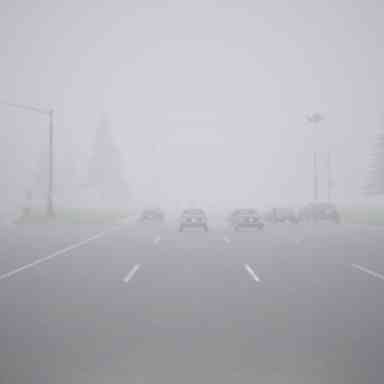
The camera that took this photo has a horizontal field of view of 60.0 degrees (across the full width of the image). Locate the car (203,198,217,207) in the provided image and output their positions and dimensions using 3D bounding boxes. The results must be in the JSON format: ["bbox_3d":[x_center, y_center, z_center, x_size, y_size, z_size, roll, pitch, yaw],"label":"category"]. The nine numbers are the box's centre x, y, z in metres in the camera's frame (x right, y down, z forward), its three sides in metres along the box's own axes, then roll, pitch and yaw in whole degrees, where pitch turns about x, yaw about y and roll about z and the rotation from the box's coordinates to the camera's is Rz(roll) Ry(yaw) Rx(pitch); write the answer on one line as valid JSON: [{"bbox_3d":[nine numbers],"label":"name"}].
[{"bbox_3d":[3.497,2.296,68.585,1.812,1.442,4.674,0,-1,0],"label":"car"}]

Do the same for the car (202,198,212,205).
[{"bbox_3d":[3.497,2.237,77.756,2.128,1.511,4.902,0,-1,0],"label":"car"}]

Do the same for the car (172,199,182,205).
[{"bbox_3d":[-3.503,2.251,77.755,2.033,1.411,5.357,0,-1,0],"label":"car"}]

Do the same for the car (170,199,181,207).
[{"bbox_3d":[-3.503,2.244,68.168,1.882,1.535,5.008,0,-1,0],"label":"car"}]

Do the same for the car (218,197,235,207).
[{"bbox_3d":[6.997,2.306,67.751,2.033,1.411,5.357,0,-1,0],"label":"car"}]

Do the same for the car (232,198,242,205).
[{"bbox_3d":[10.497,2.236,77.756,1.812,1.442,4.674,0,-1,0],"label":"car"}]

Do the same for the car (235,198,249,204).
[{"bbox_3d":[10.497,2.371,69.031,1.895,1.301,4.718,0,-1,0],"label":"car"}]

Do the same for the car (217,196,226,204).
[{"bbox_3d":[6.997,1.937,77.789,2.150,2.045,5.566,0,-1,0],"label":"car"}]

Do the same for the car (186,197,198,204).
[{"bbox_3d":[-0.003,1.991,68.201,2.150,2.045,5.566,0,-1,0],"label":"car"}]

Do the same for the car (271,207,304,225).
[{"bbox_3d":[7.099,1.906,26.893,1.895,1.301,4.718,0,-1,0],"label":"car"}]

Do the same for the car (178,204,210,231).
[{"bbox_3d":[0.099,1.807,22.812,2.033,1.411,5.357,0,-1,0],"label":"car"}]

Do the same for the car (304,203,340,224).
[{"bbox_3d":[10.598,1.670,28.118,2.097,1.767,4.553,0,-1,0],"label":"car"}]

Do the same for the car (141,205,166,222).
[{"bbox_3d":[-3.401,1.861,29.630,1.812,1.442,4.674,0,0,0],"label":"car"}]

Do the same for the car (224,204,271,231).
[{"bbox_3d":[3.599,1.807,22.811,2.033,1.411,5.357,0,-1,0],"label":"car"}]
